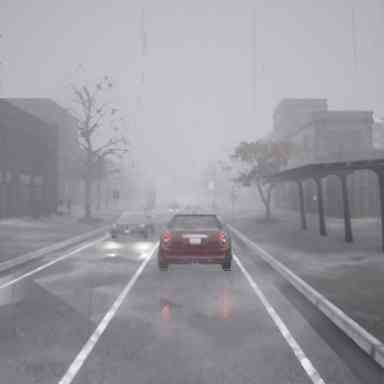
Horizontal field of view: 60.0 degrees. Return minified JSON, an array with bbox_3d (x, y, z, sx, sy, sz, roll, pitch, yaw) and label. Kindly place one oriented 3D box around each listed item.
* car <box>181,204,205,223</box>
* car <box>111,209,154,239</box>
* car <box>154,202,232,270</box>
[{"bbox_3d":[0.090,1.857,29.977,2.033,1.411,5.357,0,-1,0],"label":"car"},{"bbox_3d":[-3.107,1.659,18.226,1.812,1.442,4.674,0,-1,0],"label":"car"},{"bbox_3d":[0.090,1.385,11.257,2.097,1.767,4.553,0,-1,0],"label":"car"}]
